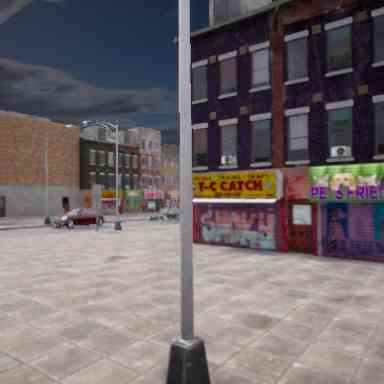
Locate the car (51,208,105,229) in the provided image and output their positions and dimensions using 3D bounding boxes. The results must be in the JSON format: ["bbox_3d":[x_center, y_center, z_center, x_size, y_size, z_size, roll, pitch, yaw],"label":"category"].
[{"bbox_3d":[-9.021,1.995,26.300,1.967,1.590,4.097,-2,-3,36],"label":"car"}]

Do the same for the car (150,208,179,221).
[{"bbox_3d":[-2.618,2.342,35.109,2.008,1.369,4.403,-2,-3,36],"label":"car"}]
